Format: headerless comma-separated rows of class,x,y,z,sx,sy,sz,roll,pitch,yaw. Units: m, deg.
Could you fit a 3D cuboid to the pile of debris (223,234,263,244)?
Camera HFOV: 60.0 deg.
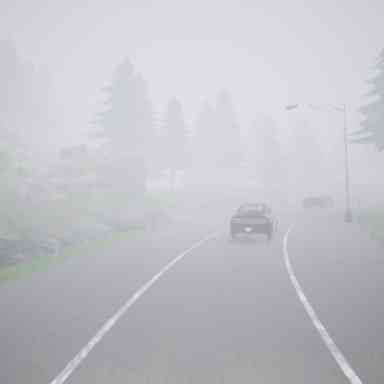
pile of debris,2.279,2.059,14.702,1.500,0.140,1.860,-1,0,17

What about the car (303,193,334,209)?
car,12.957,0.871,33.898,1.882,1.535,5.008,-4,-1,39

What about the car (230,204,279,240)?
car,3.131,1.332,16.296,2.128,1.511,4.902,-1,0,18
